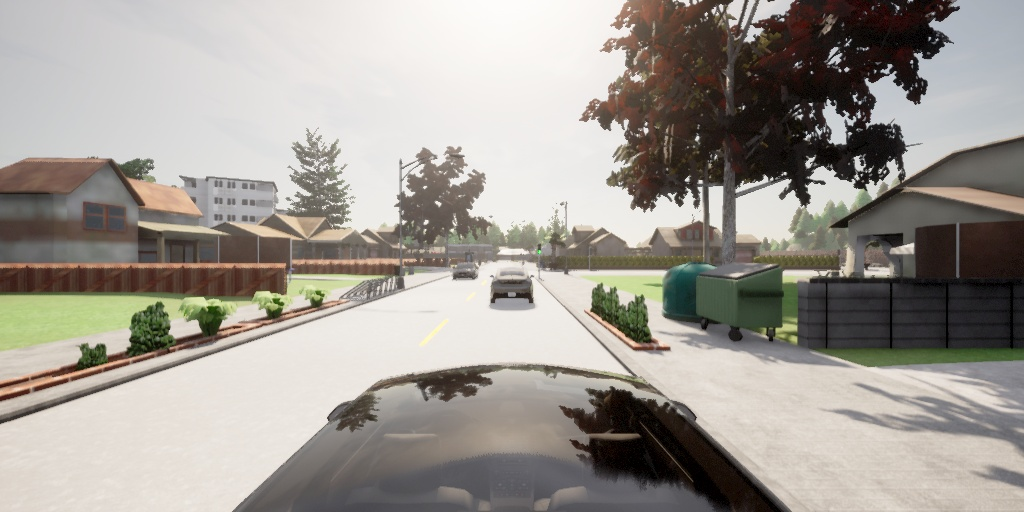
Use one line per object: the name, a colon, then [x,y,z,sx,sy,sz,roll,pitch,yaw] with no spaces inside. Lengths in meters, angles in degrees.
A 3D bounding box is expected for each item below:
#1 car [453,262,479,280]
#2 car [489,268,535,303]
car: [-4.000,1.308,31.490,1.837,1.490,4.892,0,0,0]
car: [0.000,1.263,16.500,1.837,1.490,4.892,0,0,0]
